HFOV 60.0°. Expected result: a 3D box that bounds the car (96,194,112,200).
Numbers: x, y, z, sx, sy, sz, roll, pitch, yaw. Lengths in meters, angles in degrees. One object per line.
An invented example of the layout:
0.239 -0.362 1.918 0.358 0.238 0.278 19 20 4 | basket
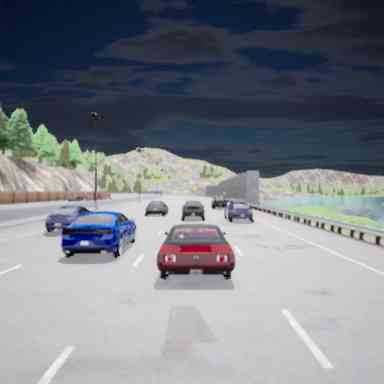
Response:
-17.489 1.566 67.159 1.895 1.301 4.718 0 0 0 | car

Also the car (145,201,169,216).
-3.401 1.549 32.736 1.994 1.385 4.181 0 0 0 | car

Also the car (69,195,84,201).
-27.765 1.506 80.146 1.994 1.385 4.181 0 0 1 | car

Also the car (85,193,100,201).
-20.950 1.191 70.928 2.150 2.045 5.566 0 0 1 | car

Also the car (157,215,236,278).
0.099 1.596 10.041 1.895 1.301 4.718 0 0 0 | car

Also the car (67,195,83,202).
-24.475 1.469 69.348 1.837 1.490 4.892 0 0 1 | car

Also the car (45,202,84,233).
-6.902 1.517 19.391 1.812 1.442 4.674 0 0 0 | car

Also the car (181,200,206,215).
0.099 1.492 28.369 1.837 1.490 4.892 0 0 0 | car

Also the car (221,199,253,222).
3.639 1.514 26.285 1.812 1.442 4.674 0 0 0 | car

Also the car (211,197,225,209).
3.616 1.458 44.804 1.882 1.535 5.008 0 0 0 | car

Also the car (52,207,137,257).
-3.400 1.472 12.994 1.882 1.535 5.008 0 0 0 | car
